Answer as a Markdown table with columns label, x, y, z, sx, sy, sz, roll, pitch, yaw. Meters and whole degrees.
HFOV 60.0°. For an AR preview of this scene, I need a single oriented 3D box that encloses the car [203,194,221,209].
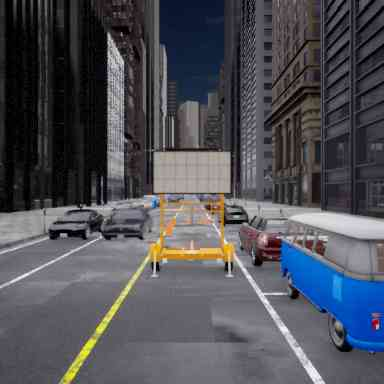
| label | x | y | z | sx | sy | sz | roll | pitch | yaw |
| --- | --- | --- | --- | --- | --- | --- | --- | --- | --- |
| car | 2.778 | 1.330 | 39.542 | 2.192 | 1.841 | 5.009 | 0 | 0 | 0 |

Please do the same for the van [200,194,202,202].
| label | x | y | z | sx | sy | sz | roll | pitch | yaw |
| --- | --- | --- | --- | --- | --- | --- | --- | --- | --- |
| van | 2.786 | 1.374 | 61.978 | 1.690 | 1.788 | 3.998 | 0 | 0 | 0 |

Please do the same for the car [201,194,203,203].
| label | x | y | z | sx | sy | sz | roll | pitch | yaw |
| --- | --- | --- | --- | --- | --- | --- | --- | --- | --- |
| car | 2.780 | 1.334 | 45.151 | 2.192 | 1.841 | 5.009 | 0 | 0 | 0 |

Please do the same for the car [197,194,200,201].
| label | x | y | z | sx | sy | sz | roll | pitch | yaw |
| --- | --- | --- | --- | --- | --- | --- | --- | --- | --- |
| car | 2.791 | 1.358 | 73.197 | 2.192 | 1.841 | 5.009 | 0 | 0 | 0 |

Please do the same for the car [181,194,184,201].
| label | x | y | z | sx | sy | sz | roll | pitch | yaw |
| --- | --- | --- | --- | --- | --- | --- | --- | --- | --- |
| car | -2.971 | 1.604 | 86.426 | 2.033 | 1.411 | 5.357 | 0 | 0 | 0 |

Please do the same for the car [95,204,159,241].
| label | x | y | z | sx | sy | sz | roll | pitch | yaw |
| --- | --- | --- | --- | --- | --- | --- | --- | --- | --- |
| car | -3.097 | 1.550 | 17.096 | 2.033 | 1.411 | 5.357 | 0 | 0 | 0 |

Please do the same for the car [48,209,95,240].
| label | x | y | z | sx | sy | sz | roll | pitch | yaw |
| --- | --- | --- | --- | --- | --- | --- | --- | --- | --- |
| car | -5.755 | 1.568 | 17.095 | 1.947 | 1.339 | 4.313 | 0 | 0 | 0 |

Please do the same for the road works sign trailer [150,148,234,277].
| label | x | y | z | sx | sy | sz | roll | pitch | yaw |
| --- | --- | --- | --- | --- | --- | --- | --- | --- | --- |
| road works sign trailer | 0.004 | 0.465 | 10.222 | 2.380 | 3.560 | 2.880 | 0 | 0 | 0 |

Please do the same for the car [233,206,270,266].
| label | x | y | z | sx | sy | sz | roll | pitch | yaw |
| --- | --- | --- | --- | --- | --- | --- | --- | --- | --- |
| car | 2.768 | 1.441 | 11.496 | 1.967 | 1.590 | 4.097 | 0 | 0 | 0 |

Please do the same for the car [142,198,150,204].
| label | x | y | z | sx | sy | sz | roll | pitch | yaw |
| --- | --- | --- | --- | --- | --- | --- | --- | --- | --- |
| car | -5.749 | 1.593 | 33.923 | 1.802 | 1.307 | 4.206 | 0 | 0 | 0 |

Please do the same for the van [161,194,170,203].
| label | x | y | z | sx | sy | sz | roll | pitch | yaw |
| --- | --- | --- | --- | --- | --- | --- | --- | --- | --- |
| van | -5.734 | 1.384 | 73.190 | 1.690 | 1.788 | 3.998 | 0 | 0 | 0 |

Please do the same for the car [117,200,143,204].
| label | x | y | z | sx | sy | sz | roll | pitch | yaw |
| --- | --- | --- | --- | --- | --- | --- | --- | --- | --- |
| car | -5.751 | 1.558 | 28.314 | 2.008 | 1.369 | 4.403 | 0 | 0 | 0 |

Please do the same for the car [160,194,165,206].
| label | x | y | z | sx | sy | sz | roll | pitch | yaw |
| --- | --- | --- | --- | --- | --- | --- | --- | --- | --- |
| car | -5.743 | 1.464 | 50.751 | 1.967 | 1.590 | 4.097 | 0 | 0 | 0 |

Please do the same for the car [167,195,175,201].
| label | x | y | z | sx | sy | sz | roll | pitch | yaw |
| --- | --- | --- | --- | --- | --- | --- | --- | --- | --- |
| car | -5.728 | 1.610 | 90.018 | 2.008 | 1.369 | 4.403 | 0 | 0 | 0 |

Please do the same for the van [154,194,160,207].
| label | x | y | z | sx | sy | sz | roll | pitch | yaw |
| --- | --- | --- | --- | --- | --- | --- | --- | --- | --- |
| van | -5.745 | 1.360 | 45.142 | 1.690 | 1.788 | 3.998 | 0 | 0 | 0 |

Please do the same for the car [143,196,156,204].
| label | x | y | z | sx | sy | sz | roll | pitch | yaw |
| --- | --- | --- | --- | --- | --- | --- | --- | --- | --- |
| car | -5.747 | 1.540 | 39.362 | 1.752 | 1.417 | 4.829 | 0 | 0 | 0 |

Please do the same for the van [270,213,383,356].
| label | x | y | z | sx | sy | sz | roll | pitch | yaw |
| --- | --- | --- | --- | --- | --- | --- | --- | --- | --- |
| van | 2.766 | 1.341 | 5.887 | 1.690 | 1.788 | 3.998 | 0 | 0 | 0 |

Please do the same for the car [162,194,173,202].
| label | x | y | z | sx | sy | sz | roll | pitch | yaw |
| --- | --- | --- | --- | --- | --- | --- | --- | --- | --- |
| car | -5.732 | 1.363 | 78.799 | 2.192 | 1.841 | 5.009 | 0 | 0 | 0 |

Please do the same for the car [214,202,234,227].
| label | x | y | z | sx | sy | sz | roll | pitch | yaw |
| --- | --- | --- | --- | --- | --- | --- | --- | --- | --- |
| car | 2.772 | 1.571 | 22.714 | 1.947 | 1.339 | 4.313 | 0 | 0 | 0 |

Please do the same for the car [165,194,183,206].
| label | x | y | z | sx | sy | sz | roll | pitch | yaw |
| --- | --- | --- | --- | --- | --- | --- | --- | --- | --- |
| car | -3.069 | 1.576 | 56.416 | 2.033 | 1.411 | 5.357 | 0 | 0 | 0 |

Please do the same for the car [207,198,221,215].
| label | x | y | z | sx | sy | sz | roll | pitch | yaw |
| --- | --- | --- | --- | --- | --- | --- | --- | --- | --- |
| car | 2.776 | 1.593 | 33.933 | 1.802 | 1.307 | 4.206 | 0 | 0 | 0 |
